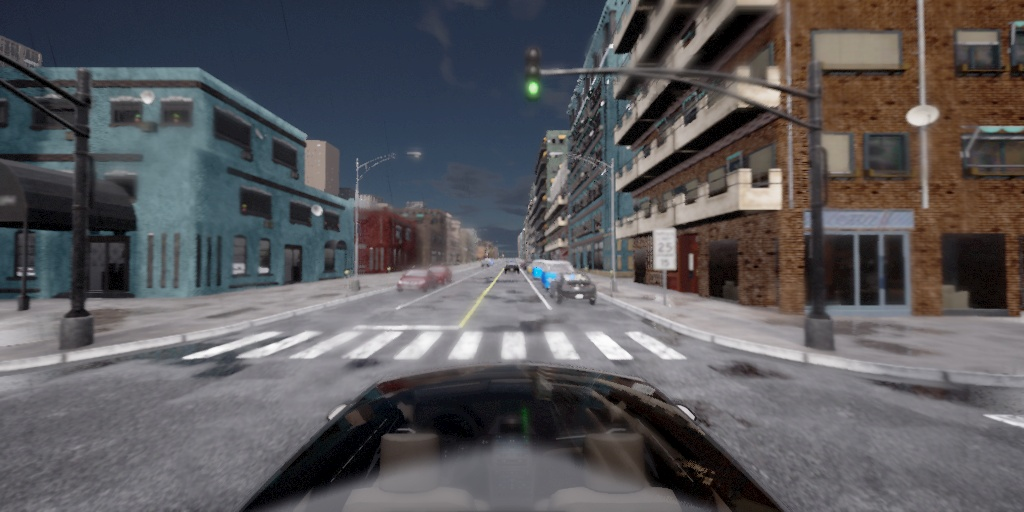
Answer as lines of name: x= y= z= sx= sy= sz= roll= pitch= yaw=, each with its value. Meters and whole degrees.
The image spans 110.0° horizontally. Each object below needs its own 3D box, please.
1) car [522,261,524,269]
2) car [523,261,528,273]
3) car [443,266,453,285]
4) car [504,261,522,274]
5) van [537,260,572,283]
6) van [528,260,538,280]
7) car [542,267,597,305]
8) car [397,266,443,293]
car: x=2.692 y=1.606 z=55.552 sx=1.948 sy=1.339 sz=4.313 roll=0 pitch=0 yaw=0
car: x=2.692 y=1.511 z=44.560 sx=1.751 sy=1.417 sz=4.829 roll=0 pitch=0 yaw=0
car: x=-5.689 y=1.441 z=27.612 sx=1.888 sy=1.381 sz=4.507 roll=0 pitch=0 yaw=0
car: x=0.001 y=1.469 z=45.560 sx=1.882 sy=1.535 sz=5.008 roll=0 pitch=0 yaw=0
van: x=2.691 y=1.206 z=22.067 sx=1.690 sy=1.789 sz=3.998 roll=0 pitch=0 yaw=0
van: x=2.692 y=1.267 z=33.230 sx=1.690 sy=1.789 sz=3.998 roll=0 pitch=0 yaw=0
car: x=2.692 y=1.385 z=16.488 sx=2.007 sy=1.370 sz=4.403 roll=0 pitch=0 yaw=0
car: x=-5.689 y=1.447 z=22.032 sx=1.802 sy=1.307 sz=4.207 roll=0 pitch=0 yaw=0
